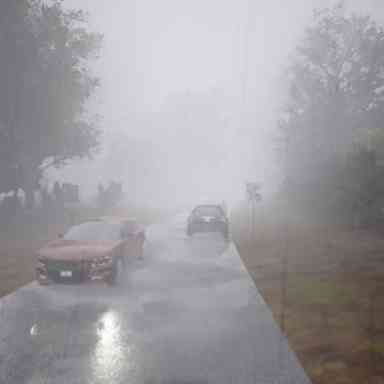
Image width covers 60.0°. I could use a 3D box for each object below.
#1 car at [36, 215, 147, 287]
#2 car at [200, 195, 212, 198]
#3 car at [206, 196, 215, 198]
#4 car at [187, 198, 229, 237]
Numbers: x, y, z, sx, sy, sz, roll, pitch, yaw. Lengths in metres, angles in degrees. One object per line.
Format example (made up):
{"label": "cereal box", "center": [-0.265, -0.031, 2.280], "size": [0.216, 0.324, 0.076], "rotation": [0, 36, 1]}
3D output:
{"label": "car", "center": [-2.574, 1.483, 9.598], "size": [1.882, 1.535, 5.008], "rotation": [0, 0, 3]}
{"label": "car", "center": [2.346, 1.195, 49.957], "size": [1.882, 1.535, 5.008], "rotation": [2, 2, 12]}
{"label": "car", "center": [2.926, 1.557, 36.324], "size": [2.128, 1.511, 4.902], "rotation": [0, 1, 8]}
{"label": "car", "center": [0.935, 1.423, 18.669], "size": [2.097, 1.767, 4.553], "rotation": [0, 0, 4]}
